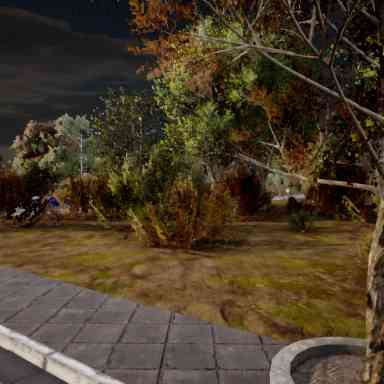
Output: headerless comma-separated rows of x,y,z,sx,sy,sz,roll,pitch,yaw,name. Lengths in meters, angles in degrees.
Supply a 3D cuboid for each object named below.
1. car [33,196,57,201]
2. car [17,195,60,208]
-17.642,1.244,41.315,1.882,1.535,5.008,0,0,32,car
-20.160,1.219,43.888,1.882,1.535,5.008,0,0,32,car
